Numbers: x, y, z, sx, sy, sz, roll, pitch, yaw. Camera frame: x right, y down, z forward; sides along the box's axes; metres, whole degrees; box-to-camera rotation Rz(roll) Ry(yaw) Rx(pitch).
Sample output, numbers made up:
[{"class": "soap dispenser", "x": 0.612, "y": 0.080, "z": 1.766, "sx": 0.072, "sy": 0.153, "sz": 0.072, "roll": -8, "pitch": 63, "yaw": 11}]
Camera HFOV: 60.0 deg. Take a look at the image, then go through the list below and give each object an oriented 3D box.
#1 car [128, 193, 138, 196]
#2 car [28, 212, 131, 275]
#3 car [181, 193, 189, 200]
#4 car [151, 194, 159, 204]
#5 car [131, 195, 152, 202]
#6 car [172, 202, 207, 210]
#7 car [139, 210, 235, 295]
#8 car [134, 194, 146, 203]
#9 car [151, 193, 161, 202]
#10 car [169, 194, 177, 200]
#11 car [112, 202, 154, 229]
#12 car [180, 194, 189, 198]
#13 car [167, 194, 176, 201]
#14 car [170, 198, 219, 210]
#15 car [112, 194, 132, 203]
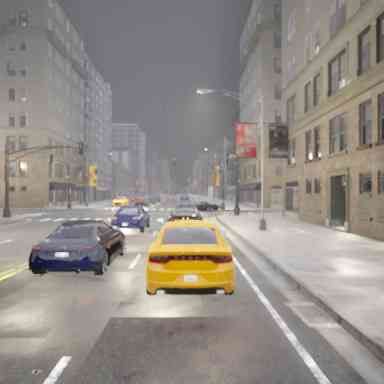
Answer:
[{"class": "car", "x": -11.146, "y": 1.222, "z": 61.952, "sx": 2.150, "sy": 2.045, "sz": 5.566, "roll": 0, "pitch": 0, "yaw": -1}, {"class": "car", "x": -3.357, "y": 1.562, "z": 10.467, "sx": 1.994, "sy": 1.385, "sz": 4.181, "roll": 0, "pitch": 0, "yaw": -1}, {"class": "car", "x": -1.978, "y": 1.217, "z": 90.792, "sx": 2.097, "sy": 1.767, "sz": 4.553, "roll": 0, "pitch": 0, "yaw": -1}, {"class": "car", "x": -7.891, "y": 1.549, "z": 61.941, "sx": 2.033, "sy": 1.411, "sz": 5.357, "roll": 0, "pitch": 0, "yaw": -1}, {"class": "car", "x": -7.697, "y": 1.603, "z": 51.251, "sx": 1.895, "sy": 1.301, "sz": 4.718, "roll": 0, "pitch": 0, "yaw": -1}, {"class": "car", "x": -0.374, "y": 1.503, "z": 18.232, "sx": 1.837, "sy": 1.490, "sz": 4.892, "roll": 0, "pitch": 0, "yaw": -1}, {"class": "car", "x": -0.064, "y": 1.476, "z": 8.751, "sx": 1.882, "sy": 1.535, "sz": 5.008, "roll": 0, "pitch": 0, "yaw": -1}, {"class": "car", "x": -11.333, "y": 1.354, "z": 72.806, "sx": 2.097, "sy": 1.767, "sz": 4.553, "roll": 0, "pitch": 0, "yaw": -1}, {"class": "car", "x": -8.077, "y": 1.225, "z": 72.565, "sx": 2.150, "sy": 2.045, "sz": 5.566, "roll": 0, "pitch": 0, "yaw": -1}, {"class": "car", "x": -5.228, "y": 1.402, "z": 90.750, "sx": 2.033, "sy": 1.411, "sz": 5.357, "roll": 0, "pitch": 0, "yaw": -1}, {"class": "car", "x": -3.556, "y": 1.524, "z": 19.628, "sx": 1.812, "sy": 1.442, "sz": 4.674, "roll": 0, "pitch": 0, "yaw": -1}, {"class": "car", "x": -1.757, "y": 1.349, "z": 80.791, "sx": 2.097, "sy": 1.767, "sz": 4.553, "roll": 0, "pitch": 0, "yaw": -1}, {"class": "car", "x": -5.006, "y": 1.349, "z": 80.719, "sx": 2.097, "sy": 1.767, "sz": 4.553, "roll": 0, "pitch": 0, "yaw": -1}, {"class": "car", "x": 0.350, "y": 1.602, "z": 35.478, "sx": 4.718, "sy": 1.301, "sz": 1.895, "roll": 0, "pitch": 0, "yaw": -17}, {"class": "car", "x": -10.950, "y": 1.480, "z": 51.285, "sx": 1.882, "sy": 1.535, "sz": 5.008, "roll": 0, "pitch": 0, "yaw": -1}]
